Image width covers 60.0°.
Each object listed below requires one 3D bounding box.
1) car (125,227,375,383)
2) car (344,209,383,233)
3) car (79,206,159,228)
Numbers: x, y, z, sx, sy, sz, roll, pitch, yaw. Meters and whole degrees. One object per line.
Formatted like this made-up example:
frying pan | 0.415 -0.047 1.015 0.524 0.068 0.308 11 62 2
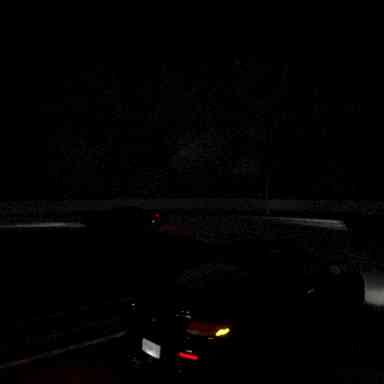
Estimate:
car | 1.153 1.501 5.257 1.812 1.442 4.674 0 1 44
car | 9.945 1.489 16.669 1.895 1.301 4.718 0 0 -17
car | -4.614 1.550 21.091 4.718 1.301 1.895 0 0 11
